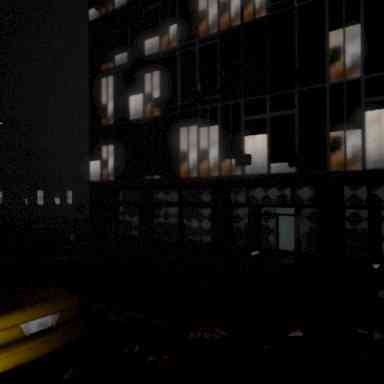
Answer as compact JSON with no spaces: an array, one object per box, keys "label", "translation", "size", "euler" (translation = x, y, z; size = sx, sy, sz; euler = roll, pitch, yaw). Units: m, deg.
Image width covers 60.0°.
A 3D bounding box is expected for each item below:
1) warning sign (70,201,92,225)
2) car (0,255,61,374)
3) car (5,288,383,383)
[{"label":"warning sign","translation":[-9.110,1.676,27.277],"size":[1.300,1.860,1.060],"euler":[1,0,33]},{"label":"car","translation":[-3.702,1.583,5.362],"size":[4.829,1.417,1.752],"euler":[-1,0,36]},{"label":"car","translation":[0.955,1.548,2.039],"size":[4.507,1.381,1.887],"euler":[-1,0,36]}]
